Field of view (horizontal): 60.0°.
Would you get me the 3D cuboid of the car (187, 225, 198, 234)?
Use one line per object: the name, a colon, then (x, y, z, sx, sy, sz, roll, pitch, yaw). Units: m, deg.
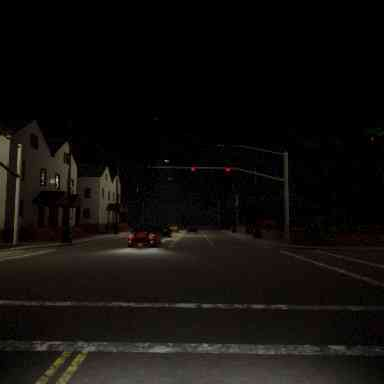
car: (0.105, 6.475, 57.881, 2.033, 1.411, 5.357, 0, -5, 0)

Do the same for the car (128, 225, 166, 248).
car: (-3.658, 3.454, 26.512, 2.097, 1.767, 4.553, 0, -5, 3)

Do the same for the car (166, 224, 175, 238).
car: (-3.523, 4.921, 41.203, 1.837, 1.490, 4.892, 0, -5, 0)

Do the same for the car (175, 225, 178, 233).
car: (-3.467, 6.510, 59.217, 1.882, 1.535, 5.008, 0, -5, 1)
